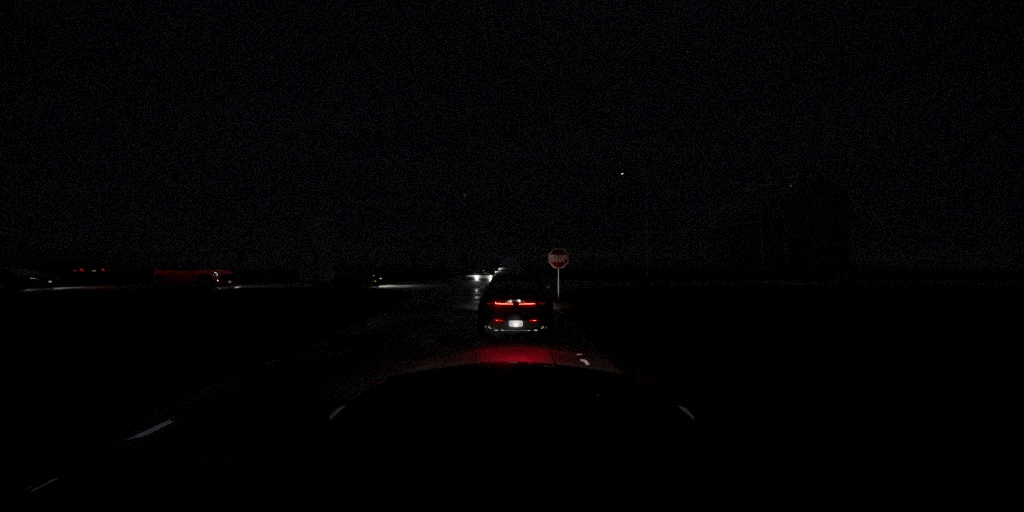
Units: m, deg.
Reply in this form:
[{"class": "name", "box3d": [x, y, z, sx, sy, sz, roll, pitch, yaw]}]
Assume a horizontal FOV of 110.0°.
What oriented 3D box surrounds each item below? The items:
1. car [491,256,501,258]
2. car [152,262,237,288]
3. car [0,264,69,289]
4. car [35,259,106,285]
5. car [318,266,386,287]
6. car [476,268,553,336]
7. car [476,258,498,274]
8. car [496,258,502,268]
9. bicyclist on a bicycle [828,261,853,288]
[{"class": "car", "box3d": [-2.891, 1.021, 64.545, 2.150, 2.045, 5.566, 0, 0, 1]}, {"class": "car", "box3d": [-21.565, 1.220, 24.524, 4.553, 1.767, 2.097, -1, -1, 0]}, {"class": "car", "box3d": [-33.832, 1.499, 24.443, 4.674, 1.442, 1.812, -1, -1, 0]}, {"class": "car", "box3d": [-34.616, 1.255, 27.384, 5.566, 2.045, 2.150, -1, -1, 0]}, {"class": "car", "box3d": [-10.790, 1.348, 24.246, 4.181, 1.385, 1.994, -1, -1, 5]}, {"class": "car", "box3d": [0.089, 1.258, 10.388, 1.837, 1.490, 4.892, 0, 0, 0]}, {"class": "car", "box3d": [-2.939, 1.281, 40.200, 1.837, 1.490, 4.892, 0, 0, 1]}, {"class": "car", "box3d": [-2.898, 1.335, 50.808, 2.033, 1.411, 5.357, 0, 0, 0]}, {"class": "bicyclist on a bicycle", "box3d": [19.925, 1.102, 21.760, 0.582, 1.620, 1.656, 0, 0, 0]}]
